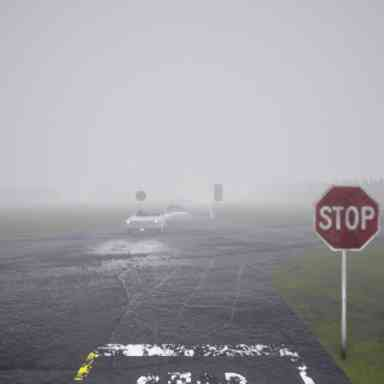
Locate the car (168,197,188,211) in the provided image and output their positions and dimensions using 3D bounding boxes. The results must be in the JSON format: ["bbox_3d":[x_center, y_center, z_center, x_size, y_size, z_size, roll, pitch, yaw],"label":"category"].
[{"bbox_3d":[-1.916,1.601,40.256,1.895,1.301,4.718,0,0,2],"label":"car"}]

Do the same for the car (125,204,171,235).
[{"bbox_3d":[-2.528,1.614,19.320,1.895,1.301,4.718,0,0,1],"label":"car"}]

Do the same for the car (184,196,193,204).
[{"bbox_3d":[-0.872,1.471,62.476,1.812,1.442,4.674,0,0,3],"label":"car"}]
